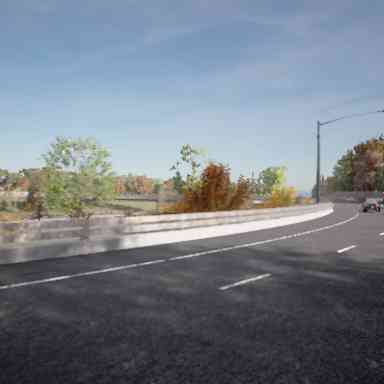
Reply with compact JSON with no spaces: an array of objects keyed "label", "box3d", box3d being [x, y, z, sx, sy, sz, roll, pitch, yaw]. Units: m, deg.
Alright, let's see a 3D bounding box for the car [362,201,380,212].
[{"label":"car","box3d":[24.404,1.892,45.414,1.812,1.442,4.674,0,0,23]}]
